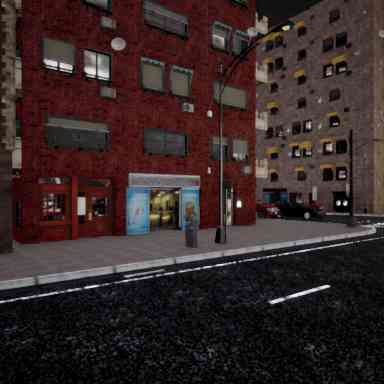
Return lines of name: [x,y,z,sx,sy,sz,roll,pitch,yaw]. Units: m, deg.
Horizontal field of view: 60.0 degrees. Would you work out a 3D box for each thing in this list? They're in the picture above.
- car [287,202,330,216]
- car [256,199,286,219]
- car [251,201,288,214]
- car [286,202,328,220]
car: [12.999,1.846,37.172,1.802,1.307,4.206,-1,0,-37]
car: [6.069,1.587,31.992,2.192,1.841,5.009,-1,0,-37]
car: [9.646,1.900,41.617,1.947,1.339,4.313,-1,0,-37]
car: [9.982,1.711,31.355,1.882,1.535,5.008,0,-1,-37]
